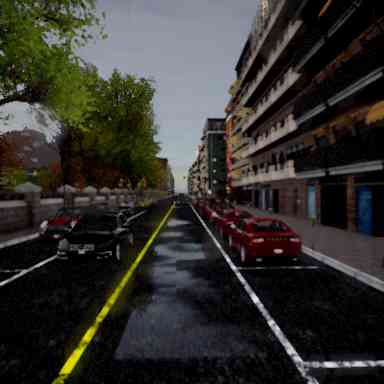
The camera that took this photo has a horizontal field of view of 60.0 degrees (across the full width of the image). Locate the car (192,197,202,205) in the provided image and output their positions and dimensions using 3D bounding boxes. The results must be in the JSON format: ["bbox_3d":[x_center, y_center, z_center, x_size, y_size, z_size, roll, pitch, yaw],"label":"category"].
[{"bbox_3d":[0.876,1.606,62.480,1.752,1.417,4.829,-1,0,-2],"label":"car"}]

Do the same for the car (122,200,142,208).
[{"bbox_3d":[-6.664,1.622,33.922,2.008,1.369,4.403,0,0,-2],"label":"car"}]

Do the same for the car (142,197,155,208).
[{"bbox_3d":[-7.158,1.624,50.635,1.752,1.417,4.829,0,0,-2],"label":"car"}]

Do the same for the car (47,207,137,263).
[{"bbox_3d":[-3.334,1.533,12.252,1.837,1.490,4.892,0,0,-2],"label":"car"}]

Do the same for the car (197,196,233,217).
[{"bbox_3d":[1.876,1.336,28.542,2.192,1.841,5.009,0,0,-2],"label":"car"}]

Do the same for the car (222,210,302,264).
[{"bbox_3d":[2.377,1.543,11.659,1.887,1.381,4.507,0,0,-2],"label":"car"}]

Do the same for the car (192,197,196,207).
[{"bbox_3d":[1.213,1.497,51.053,1.967,1.590,4.097,-1,0,-2],"label":"car"}]

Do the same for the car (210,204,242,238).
[{"bbox_3d":[2.210,1.550,17.287,1.887,1.381,4.507,0,0,-2],"label":"car"}]

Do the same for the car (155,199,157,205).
[{"bbox_3d":[-7.328,1.661,56.433,2.008,1.369,4.403,-1,0,-2],"label":"car"}]

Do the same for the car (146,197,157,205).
[{"bbox_3d":[-7.490,1.648,61.892,1.752,1.417,4.829,-1,0,-2],"label":"car"}]

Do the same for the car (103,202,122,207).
[{"bbox_3d":[-6.333,1.496,22.665,1.967,1.590,4.097,0,0,-2],"label":"car"}]

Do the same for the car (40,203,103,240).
[{"bbox_3d":[-6.167,1.488,17.040,1.967,1.590,4.097,0,0,-2],"label":"car"}]

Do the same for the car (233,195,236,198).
[{"bbox_3d":[12.007,1.671,89.642,5.009,1.841,2.192,1,-1,-2],"label":"car"}]

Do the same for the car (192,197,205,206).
[{"bbox_3d":[1.048,1.634,56.681,1.947,1.339,4.313,-1,0,-2],"label":"car"}]

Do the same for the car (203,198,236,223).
[{"bbox_3d":[2.044,1.453,22.914,1.967,1.590,4.097,0,0,-2],"label":"car"}]
